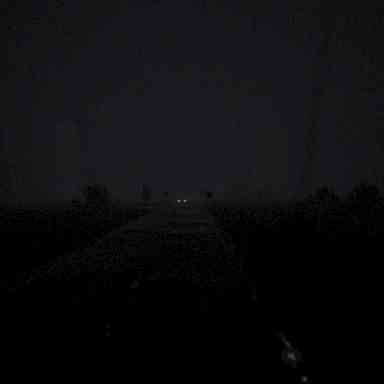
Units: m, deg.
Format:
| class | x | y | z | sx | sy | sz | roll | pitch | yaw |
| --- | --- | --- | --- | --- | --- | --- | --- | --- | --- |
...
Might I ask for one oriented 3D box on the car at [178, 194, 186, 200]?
| class | x | y | z | sx | sy | sz | roll | pitch | yaw |
| --- | --- | --- | --- | --- | --- | --- | --- | --- | --- |
| car | -2.749 | 1.355 | 91.709 | 2.097 | 1.767 | 4.553 | 0 | 0 | 0 |
